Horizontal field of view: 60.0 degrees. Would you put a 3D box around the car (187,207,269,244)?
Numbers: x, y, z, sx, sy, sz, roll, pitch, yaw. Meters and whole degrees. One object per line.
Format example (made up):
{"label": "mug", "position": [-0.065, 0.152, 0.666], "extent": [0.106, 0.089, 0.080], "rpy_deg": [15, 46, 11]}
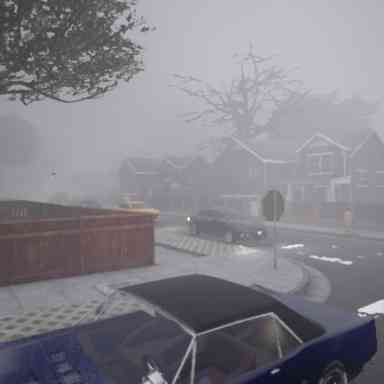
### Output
{"label": "car", "position": [1.594, 1.529, 16.348], "extent": [1.837, 1.490, 4.892], "rpy_deg": [0, 0, -33]}

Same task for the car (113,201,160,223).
{"label": "car", "position": [-4.158, 1.459, 24.420], "extent": [1.882, 1.535, 5.008], "rpy_deg": [0, 0, -36]}

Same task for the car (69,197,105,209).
{"label": "car", "position": [-10.125, 1.452, 32.602], "extent": [1.837, 1.490, 4.892], "rpy_deg": [0, 0, -36]}

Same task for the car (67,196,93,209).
{"label": "car", "position": [-14.873, 1.379, 43.999], "extent": [1.882, 1.535, 5.008], "rpy_deg": [0, 0, -35]}

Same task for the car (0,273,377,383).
{"label": "car", "position": [-0.288, 1.608, 3.062], "extent": [4.718, 1.301, 1.895], "rpy_deg": [0, 0, -37]}

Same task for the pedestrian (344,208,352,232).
{"label": "pedestrian", "position": [8.189, 1.427, 17.429], "extent": [0.375, 1.300, 0.375], "rpy_deg": [0, 0, -36]}

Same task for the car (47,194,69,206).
{"label": "car", "position": [-16.155, 1.411, 40.916], "extent": [2.128, 1.511, 4.902], "rpy_deg": [0, 0, -36]}
